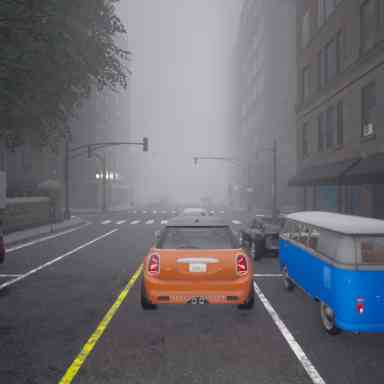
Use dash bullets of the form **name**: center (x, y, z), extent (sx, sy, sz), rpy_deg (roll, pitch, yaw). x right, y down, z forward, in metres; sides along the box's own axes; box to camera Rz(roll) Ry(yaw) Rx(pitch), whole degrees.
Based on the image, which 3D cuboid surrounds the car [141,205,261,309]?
- **car**: center (0.100, 1.351, 7.997), extent (2.097, 1.767, 4.553), rpy_deg (0, 0, 0)

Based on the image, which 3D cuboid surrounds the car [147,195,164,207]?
- **car**: center (-5.680, 1.497, 49.920), extent (1.752, 1.417, 4.829), rpy_deg (0, 0, 0)

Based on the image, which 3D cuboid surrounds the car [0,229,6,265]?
- **car**: center (-5.670, 1.314, 6.401), extent (2.192, 1.841, 5.009), rpy_deg (0, 0, 0)

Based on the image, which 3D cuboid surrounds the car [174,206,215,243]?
- **car**: center (0.098, 1.520, 16.997), extent (1.812, 1.442, 4.674), rpy_deg (0, 0, 0)

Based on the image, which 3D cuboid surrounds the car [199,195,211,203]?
- **car**: center (2.841, 1.409, 66.480), extent (1.967, 1.590, 4.097), rpy_deg (0, 0, 0)

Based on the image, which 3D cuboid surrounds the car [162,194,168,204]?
- **car**: center (-5.681, 1.521, 55.541), extent (2.008, 1.369, 4.403), rpy_deg (0, 0, 0)

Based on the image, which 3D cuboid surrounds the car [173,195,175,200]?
- **car**: center (-5.686, 1.522, 77.344), extent (2.008, 1.369, 4.403), rpy_deg (0, 0, 0)

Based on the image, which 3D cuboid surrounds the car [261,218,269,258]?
- **car**: center (2.854, 1.563, 12.104), extent (1.947, 1.339, 4.313), rpy_deg (0, 0, 0)

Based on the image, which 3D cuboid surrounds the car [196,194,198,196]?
- **car**: center (2.835, 1.506, 93.893), extent (1.752, 1.417, 4.829), rpy_deg (0, 0, 0)

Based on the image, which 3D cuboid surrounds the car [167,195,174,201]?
- **car**: center (-5.689, 1.502, 88.076), extent (1.752, 1.417, 4.829), rpy_deg (0, 0, 0)

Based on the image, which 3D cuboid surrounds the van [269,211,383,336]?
- **van**: center (2.855, 1.340, 6.443), extent (1.690, 1.788, 3.998), rpy_deg (0, 0, 0)

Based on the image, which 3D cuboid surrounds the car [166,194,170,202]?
- **car**: center (-5.682, 1.514, 60.992), extent (1.887, 1.381, 4.507), rpy_deg (0, 0, 0)

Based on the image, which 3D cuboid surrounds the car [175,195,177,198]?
- **car**: center (-5.688, 1.289, 82.795), extent (2.192, 1.841, 5.009), rpy_deg (0, 0, 0)

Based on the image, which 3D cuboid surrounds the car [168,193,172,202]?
- **car**: center (-5.684, 1.514, 66.443), extent (1.887, 1.381, 4.507), rpy_deg (0, 0, 0)

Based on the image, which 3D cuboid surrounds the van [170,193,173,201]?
- **van**: center (-5.686, 1.311, 71.893), extent (1.690, 1.788, 3.998), rpy_deg (0, 0, 0)
